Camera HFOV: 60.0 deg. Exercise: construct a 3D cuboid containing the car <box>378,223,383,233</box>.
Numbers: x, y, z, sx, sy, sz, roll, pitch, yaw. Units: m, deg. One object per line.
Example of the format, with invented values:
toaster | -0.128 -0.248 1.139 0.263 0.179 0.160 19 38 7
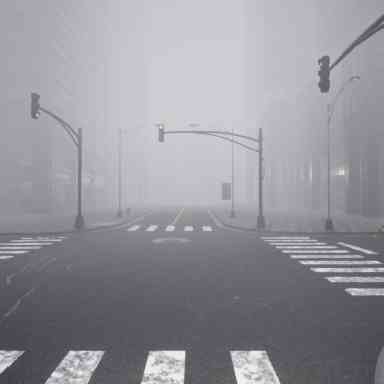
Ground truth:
car | 11.754 1.564 16.231 4.829 1.417 1.752 0 -1 0
